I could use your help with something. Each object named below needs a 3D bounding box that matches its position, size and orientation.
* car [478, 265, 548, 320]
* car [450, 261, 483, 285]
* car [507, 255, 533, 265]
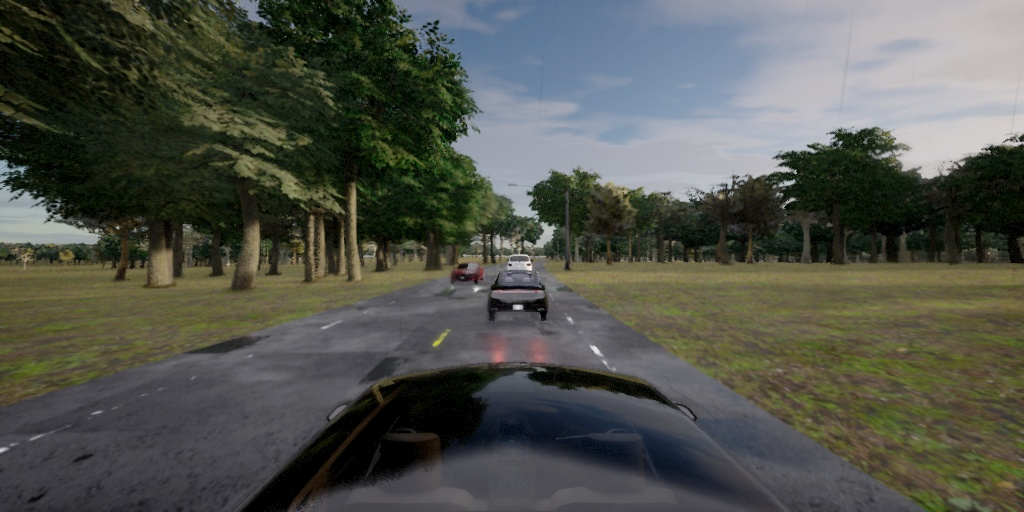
[{"bbox_3d":[0.201,1.231,12.567,2.128,1.511,4.902,0,0,1],"label":"car"},{"bbox_3d":[-3.166,1.173,26.136,1.882,1.535,5.008,0,0,2],"label":"car"},{"bbox_3d":[0.725,0.885,32.747,2.150,2.045,5.566,0,0,2],"label":"car"}]
